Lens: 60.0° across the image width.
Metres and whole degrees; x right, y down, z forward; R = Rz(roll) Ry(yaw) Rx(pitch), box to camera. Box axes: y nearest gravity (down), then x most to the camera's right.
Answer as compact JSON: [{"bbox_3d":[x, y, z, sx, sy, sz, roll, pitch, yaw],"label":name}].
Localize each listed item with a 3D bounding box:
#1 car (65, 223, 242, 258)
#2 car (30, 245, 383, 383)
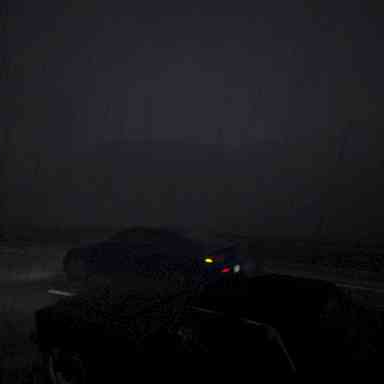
[{"bbox_3d":[-1.066,1.495,8.245,4.674,1.442,1.812,0,0,28],"label":"car"},{"bbox_3d":[0.414,1.581,3.520,4.718,1.301,1.895,0,0,33],"label":"car"}]
